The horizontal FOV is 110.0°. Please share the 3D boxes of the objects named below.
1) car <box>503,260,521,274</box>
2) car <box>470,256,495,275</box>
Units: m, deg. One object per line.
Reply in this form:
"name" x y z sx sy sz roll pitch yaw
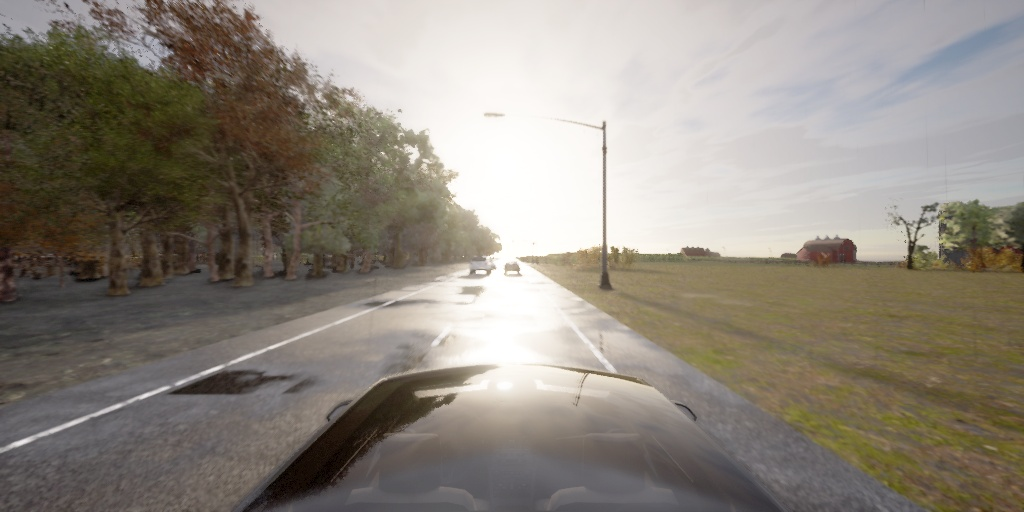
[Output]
"car" 0.021 1.267 41.359 2.128 1.511 4.902 0 0 0
"car" -3.487 0.999 40.635 2.150 2.045 5.566 0 0 0
